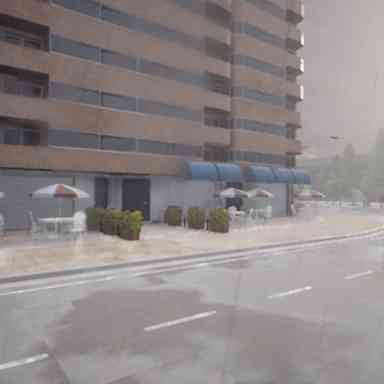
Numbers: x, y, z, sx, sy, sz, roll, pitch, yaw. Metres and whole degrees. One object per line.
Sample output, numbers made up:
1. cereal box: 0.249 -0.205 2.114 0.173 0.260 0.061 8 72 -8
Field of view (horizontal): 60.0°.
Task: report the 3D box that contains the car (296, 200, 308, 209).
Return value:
1. car: 16.119 1.881 53.132 1.882 1.535 5.008 1 -1 -35
